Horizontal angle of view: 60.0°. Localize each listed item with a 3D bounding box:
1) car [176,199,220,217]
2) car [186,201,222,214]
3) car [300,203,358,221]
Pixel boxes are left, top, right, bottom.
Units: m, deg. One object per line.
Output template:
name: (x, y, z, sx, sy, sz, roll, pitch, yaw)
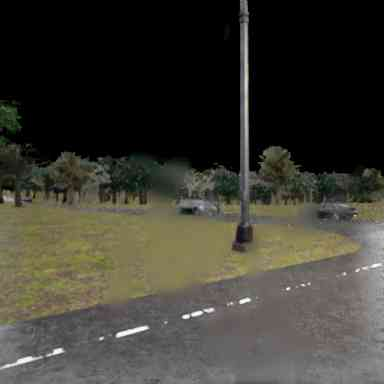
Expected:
car: (0.427, 1.498, 32.224, 2.097, 1.767, 4.553, 2, -2, -35)
car: (1.491, 1.996, 42.787, 1.882, 1.535, 5.008, 2, -2, -35)
car: (11.616, 1.701, 28.556, 1.837, 1.490, 4.892, 2, -2, -35)
